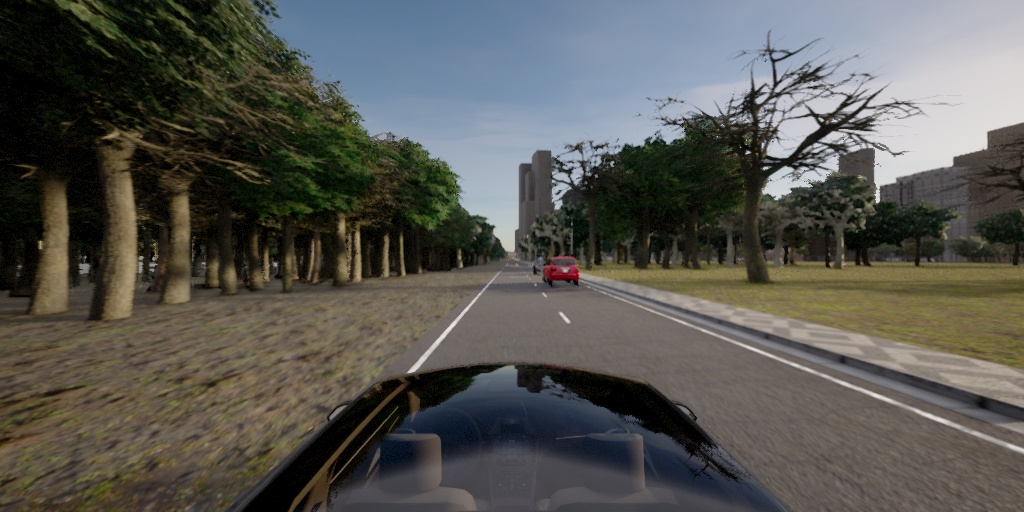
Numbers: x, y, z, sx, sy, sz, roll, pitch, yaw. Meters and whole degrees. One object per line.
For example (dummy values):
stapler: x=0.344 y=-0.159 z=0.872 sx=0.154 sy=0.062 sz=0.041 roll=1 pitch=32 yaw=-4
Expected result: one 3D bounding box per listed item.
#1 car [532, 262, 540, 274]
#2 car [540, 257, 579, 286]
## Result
car: x=3.596 y=1.495 z=45.241 sx=2.128 sy=1.511 sz=4.902 roll=0 pitch=0 yaw=0
car: x=3.599 y=1.110 z=26.893 sx=2.150 sy=2.045 sz=5.566 roll=0 pitch=0 yaw=0
